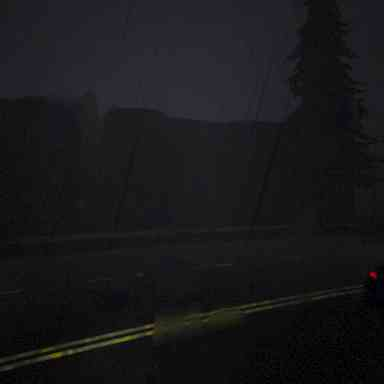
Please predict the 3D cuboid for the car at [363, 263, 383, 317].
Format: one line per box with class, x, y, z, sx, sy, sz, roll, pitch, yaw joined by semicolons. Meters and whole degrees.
car;5.216;1.594;6.092;4.181;1.385;1.994;0;0;-25
